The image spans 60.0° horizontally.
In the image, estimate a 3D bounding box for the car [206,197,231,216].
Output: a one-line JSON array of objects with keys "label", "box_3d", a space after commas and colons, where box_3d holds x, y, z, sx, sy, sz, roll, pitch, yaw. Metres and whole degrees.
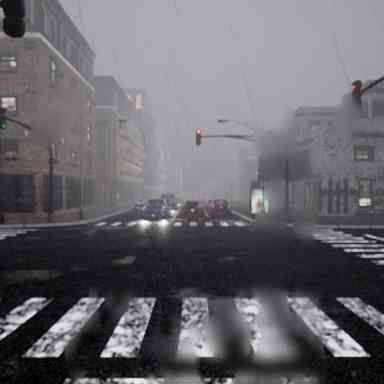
[{"label": "car", "box_3d": [2.640, 1.432, 32.032, 1.967, 1.590, 4.097, 0, 0, 0]}]

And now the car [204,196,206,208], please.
[{"label": "car", "box_3d": [2.625, 1.579, 43.426, 1.802, 1.307, 4.206, 0, 0, 0]}]

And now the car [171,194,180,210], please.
[{"label": "car", "box_3d": [-3.155, 1.219, 43.403, 2.150, 2.045, 5.566, 0, 0, 0]}]

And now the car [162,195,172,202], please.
[{"label": "car", "box_3d": [-5.805, 1.464, 77.581, 1.967, 1.590, 4.097, 0, 0, 0]}]

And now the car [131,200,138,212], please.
[{"label": "car", "box_3d": [-5.747, 1.545, 37.705, 2.008, 1.369, 4.403, 0, 0, 0]}]

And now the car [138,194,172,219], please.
[{"label": "car", "box_3d": [-3.139, 1.345, 29.162, 2.097, 1.767, 4.553, 0, 0, 0]}]

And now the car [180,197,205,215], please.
[{"label": "car", "box_3d": [0.056, 1.518, 33.098, 1.812, 1.442, 4.674, 0, 0, 0]}]

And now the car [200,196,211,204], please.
[{"label": "car", "box_3d": [2.594, 1.563, 66.213, 2.008, 1.369, 4.403, -1, 0, 0]}]

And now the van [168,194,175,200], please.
[{"label": "van", "box_3d": [-5.829, 1.390, 94.671, 1.690, 1.788, 3.998, -1, 0, 0]}]

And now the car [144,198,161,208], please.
[{"label": "car", "box_3d": [-5.763, 1.550, 49.099, 2.008, 1.369, 4.403, 0, 0, 0]}]
